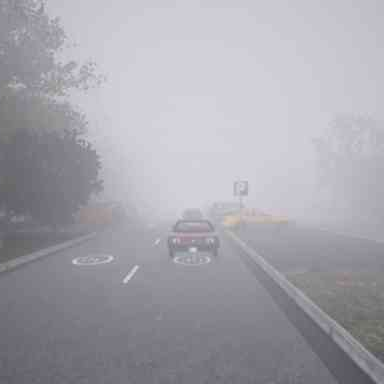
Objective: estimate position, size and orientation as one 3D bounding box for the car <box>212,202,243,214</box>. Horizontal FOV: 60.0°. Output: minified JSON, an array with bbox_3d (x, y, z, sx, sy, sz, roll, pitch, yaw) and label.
[{"bbox_3d":[4.510,2.120,32.243,4.553,1.767,2.185,0,-2,0],"label":"car"}]

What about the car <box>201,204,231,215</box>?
[{"bbox_3d":[4.513,3.289,62.738,5.566,2.045,2.435,0,-3,0],"label":"car"}]

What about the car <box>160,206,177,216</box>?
[{"bbox_3d":[-3.572,3.039,54.234,2.097,1.767,4.553,0,-2,0],"label":"car"}]

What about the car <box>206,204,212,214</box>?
[{"bbox_3d":[4.569,2.108,35.017,5.566,2.045,2.435,0,-2,0],"label":"car"}]

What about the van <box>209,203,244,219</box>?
[{"bbox_3d":[4.425,2.483,43.337,4.442,1.987,1.878,0,-2,0],"label":"van"}]

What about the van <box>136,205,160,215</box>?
[{"bbox_3d":[-8.654,3.484,65.653,4.442,1.987,1.878,0,-3,0],"label":"van"}]

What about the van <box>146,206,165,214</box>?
[{"bbox_3d":[-8.654,4.281,79.355,4.442,1.987,1.878,0,-3,0],"label":"van"}]

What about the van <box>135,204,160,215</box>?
[{"bbox_3d":[-8.422,3.315,62.754,4.442,1.987,1.878,0,-3,0],"label":"van"}]

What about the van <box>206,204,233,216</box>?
[{"bbox_3d":[4.658,3.067,57.206,4.442,1.987,1.878,0,-2,0],"label":"van"}]

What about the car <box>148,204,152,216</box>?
[{"bbox_3d":[-8.533,2.833,46.289,5.008,1.535,2.097,0,-2,0],"label":"car"}]

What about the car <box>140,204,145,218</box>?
[{"bbox_3d":[-8.507,2.474,40.758,4.553,1.767,2.185,0,-2,0],"label":"car"}]

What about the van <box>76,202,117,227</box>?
[{"bbox_3d":[-8.657,1.812,26.804,4.442,1.987,1.878,0,-2,0],"label":"van"}]

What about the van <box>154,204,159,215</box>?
[{"bbox_3d":[-8.421,3.073,57.368,4.442,1.987,1.878,0,-2,0],"label":"van"}]

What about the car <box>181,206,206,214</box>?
[{"bbox_3d":[0.074,2.206,30.640,1.837,1.490,4.892,0,-2,0],"label":"car"}]

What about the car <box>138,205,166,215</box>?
[{"bbox_3d":[-8.510,3.773,71.061,5.566,2.045,2.435,0,-3,0],"label":"car"}]

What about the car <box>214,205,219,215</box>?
[{"bbox_3d":[4.535,2.036,26.692,4.892,1.521,2.231,0,-2,0],"label":"car"}]

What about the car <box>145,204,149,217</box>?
[{"bbox_3d":[-8.533,2.711,43.395,5.008,1.535,2.097,0,-2,0],"label":"car"}]

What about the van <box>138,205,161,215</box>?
[{"bbox_3d":[-8.655,3.637,68.293,4.442,1.987,1.878,0,-3,0],"label":"van"}]

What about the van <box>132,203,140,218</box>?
[{"bbox_3d":[-8.656,2.258,37.995,4.442,1.987,1.878,0,-2,0],"label":"van"}]

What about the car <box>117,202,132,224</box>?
[{"bbox_3d":[-8.567,1.891,29.695,5.566,2.045,2.435,0,-2,0],"label":"car"}]

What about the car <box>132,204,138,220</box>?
[{"bbox_3d":[-8.354,2.249,32.452,5.366,1.575,1.946,0,-2,0],"label":"car"}]

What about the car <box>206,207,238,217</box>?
[{"bbox_3d":[4.571,3.089,51.647,4.792,1.488,2.163,0,-2,0],"label":"car"}]

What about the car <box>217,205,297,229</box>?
[{"bbox_3d":[4.726,1.939,23.925,5.366,1.575,1.946,0,-2,0],"label":"car"}]

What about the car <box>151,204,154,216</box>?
[{"bbox_3d":[-8.533,2.950,49.057,4.892,1.521,2.231,0,-2,0],"label":"car"}]

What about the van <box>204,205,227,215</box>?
[{"bbox_3d":[4.658,3.476,65.508,4.442,1.987,1.878,0,-3,0],"label":"van"}]

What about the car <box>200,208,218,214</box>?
[{"bbox_3d":[4.572,5.183,90.437,4.792,1.488,2.163,0,-3,0],"label":"car"}]

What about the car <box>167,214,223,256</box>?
[{"bbox_3d":[0.065,1.800,14.017,1.895,1.301,4.718,0,-1,0],"label":"car"}]
